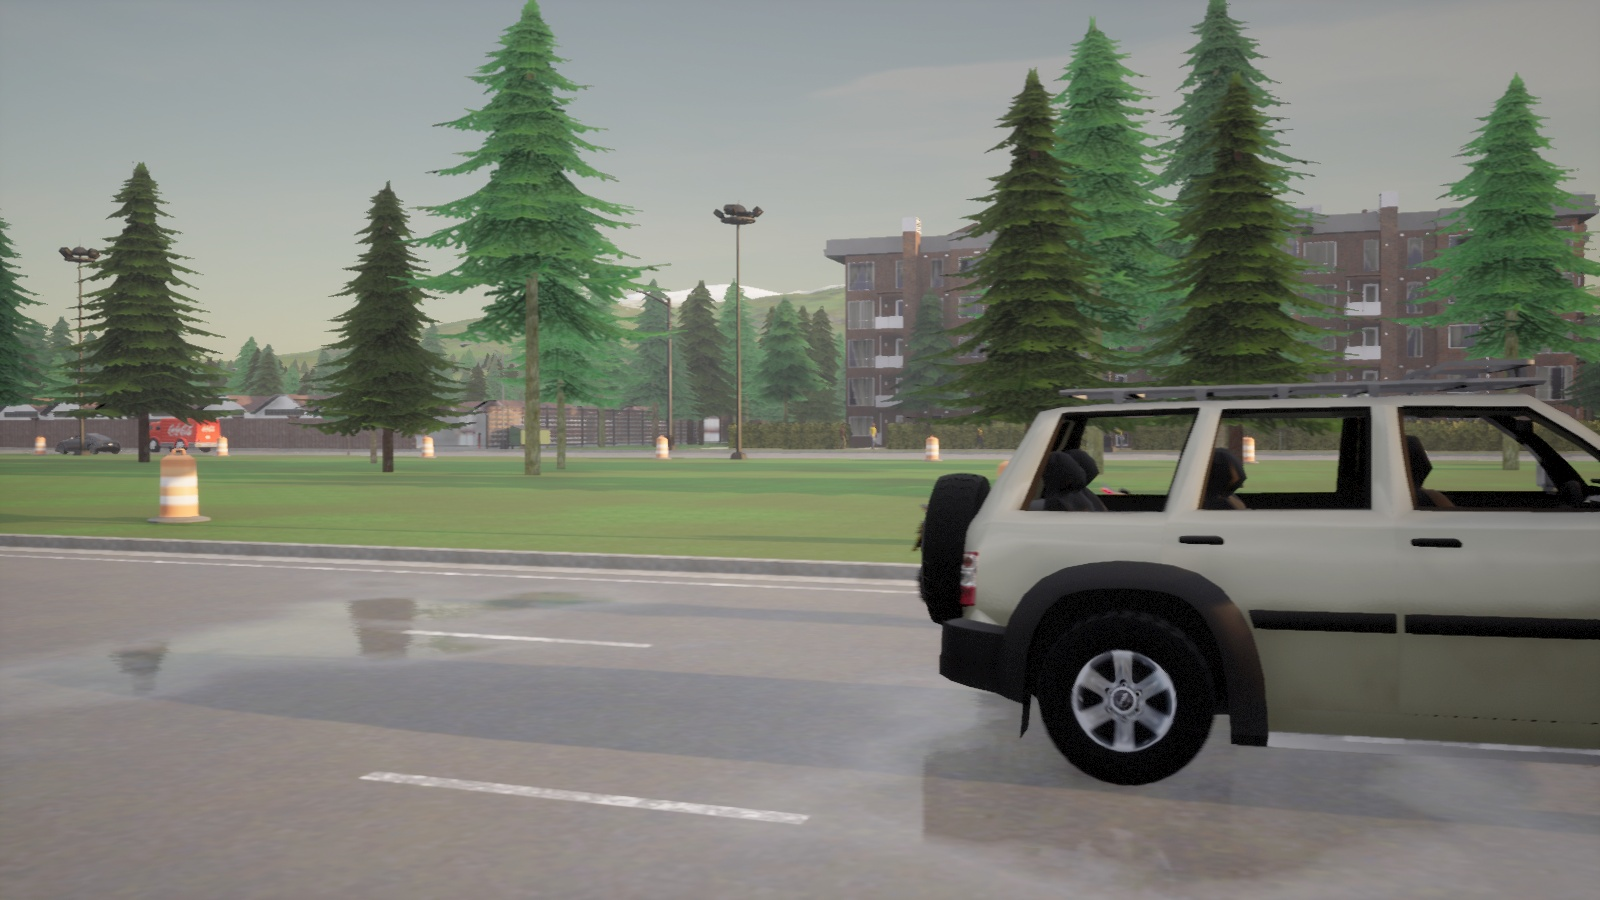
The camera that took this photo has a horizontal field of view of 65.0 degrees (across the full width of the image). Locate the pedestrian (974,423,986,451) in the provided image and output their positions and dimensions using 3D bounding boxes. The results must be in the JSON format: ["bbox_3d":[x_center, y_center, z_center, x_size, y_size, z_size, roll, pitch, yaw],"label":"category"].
[{"bbox_3d":[11.946,-0.862,83.285,0.726,1.835,0.370,1,1,21],"label":"pedestrian"}]

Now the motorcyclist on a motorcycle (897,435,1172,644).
[{"bbox_3d":[1.862,0.653,9.952,2.044,1.523,0.797,1,1,19],"label":"motorcyclist on a motorcycle"}]

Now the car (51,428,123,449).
[{"bbox_3d":[-47.897,-0.772,84.370,4.181,1.385,1.994,1,1,19],"label":"car"}]

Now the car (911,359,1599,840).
[{"bbox_3d":[2.997,0.566,5.875,4.605,1.855,1.932,0,1,19],"label":"car"}]
